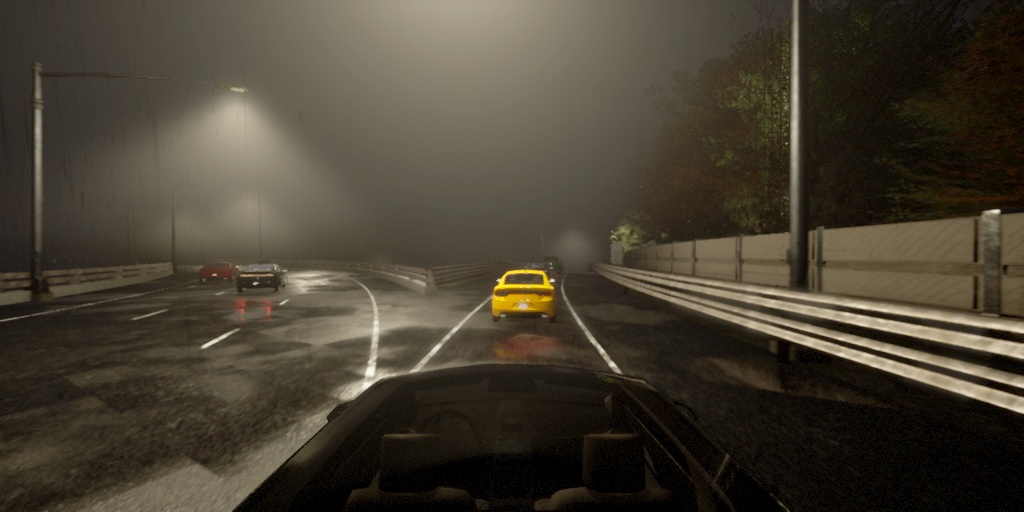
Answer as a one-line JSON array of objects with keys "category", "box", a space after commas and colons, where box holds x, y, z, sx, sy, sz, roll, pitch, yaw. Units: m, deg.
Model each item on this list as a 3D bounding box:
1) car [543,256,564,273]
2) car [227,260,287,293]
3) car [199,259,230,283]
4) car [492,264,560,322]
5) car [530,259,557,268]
[{"category": "car", "box": [4.783, 1.045, 43.017, 2.150, 2.045, 5.566, 0, -1, 10]}, {"category": "car", "box": [-14.074, 1.188, 20.343, 2.128, 1.511, 4.902, 0, 0, -27]}, {"category": "car", "box": [-21.810, 1.149, 26.859, 1.882, 1.535, 5.008, 0, 0, -31]}, {"category": "car", "box": [0.471, 1.213, 12.305, 1.882, 1.535, 5.008, 0, 0, 4]}, {"category": "car", "box": [1.985, 1.210, 26.397, 2.128, 1.511, 4.902, 0, 0, 8]}]
